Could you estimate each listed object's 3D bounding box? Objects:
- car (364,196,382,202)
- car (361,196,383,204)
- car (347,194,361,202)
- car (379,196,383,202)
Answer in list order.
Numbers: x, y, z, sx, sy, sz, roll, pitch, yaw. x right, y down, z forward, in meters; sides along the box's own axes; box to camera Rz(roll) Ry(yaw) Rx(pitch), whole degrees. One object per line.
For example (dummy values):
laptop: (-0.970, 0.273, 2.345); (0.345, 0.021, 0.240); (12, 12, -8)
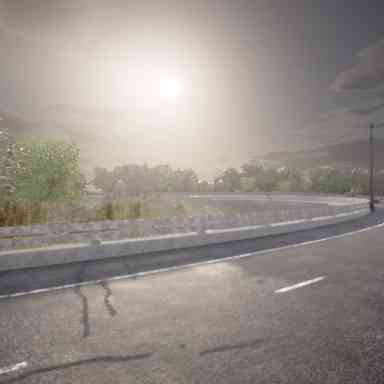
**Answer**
car: (43.480, 1.700, 80.012); (1.895, 1.301, 4.718); (0, 0, 4)
car: (38.607, 1.834, 71.531); (1.895, 1.301, 4.718); (0, 0, 10)
car: (40.002, 1.599, 80.399); (1.882, 1.535, 5.008); (0, 0, 4)
car: (46.955, 1.684, 79.596); (1.895, 1.301, 4.718); (0, 0, 4)
